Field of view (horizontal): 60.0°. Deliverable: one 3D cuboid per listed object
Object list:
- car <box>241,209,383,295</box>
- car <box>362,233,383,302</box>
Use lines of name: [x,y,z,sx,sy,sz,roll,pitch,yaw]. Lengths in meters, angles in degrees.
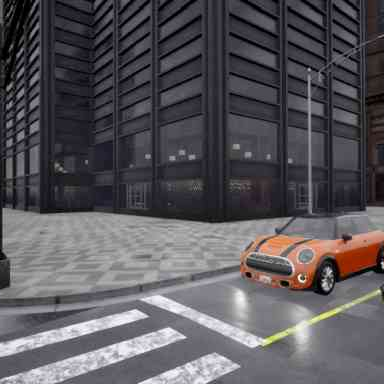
car: [3.399,1.379,8.922,4.553,1.767,2.097,0,0,-39]
car: [5.867,1.546,6.926,5.357,1.411,2.033,0,0,-39]
